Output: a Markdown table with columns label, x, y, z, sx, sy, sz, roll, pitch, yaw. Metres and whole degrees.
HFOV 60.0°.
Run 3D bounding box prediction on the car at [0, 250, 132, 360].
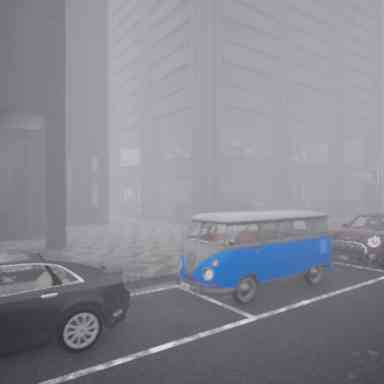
| label | x | y | z | sx | sy | sz | roll | pitch | yaw |
| --- | --- | --- | --- | --- | --- | --- | --- | --- | --- |
| car | -3.002 | 1.550 | 4.511 | 4.403 | 1.369 | 2.008 | 0 | 0 | -36 |

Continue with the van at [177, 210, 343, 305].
| label | x | y | z | sx | sy | sz | roll | pitch | yaw |
| --- | --- | --- | --- | --- | --- | --- | --- | --- | --- |
| van | 1.578 | 1.338 | 7.797 | 3.998 | 1.788 | 1.690 | 0 | 0 | -36 |

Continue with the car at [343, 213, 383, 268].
| label | x | y | z | sx | sy | sz | roll | pitch | yaw |
| --- | --- | --- | --- | --- | --- | --- | --- | --- | --- |
| car | 6.158 | 1.434 | 11.082 | 4.097 | 1.590 | 1.967 | 0 | 0 | -36 |
